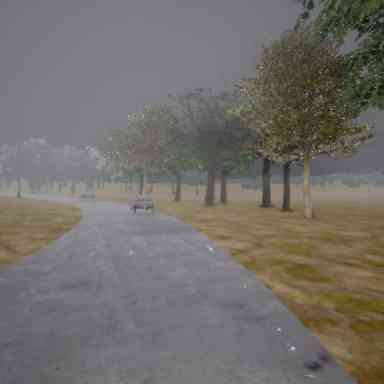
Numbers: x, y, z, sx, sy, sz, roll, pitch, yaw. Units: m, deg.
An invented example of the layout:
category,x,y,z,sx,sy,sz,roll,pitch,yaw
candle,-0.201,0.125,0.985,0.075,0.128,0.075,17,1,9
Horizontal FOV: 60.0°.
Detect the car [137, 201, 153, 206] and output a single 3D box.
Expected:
category,x,y,z,sx,sy,sz,roll,pitch,yaw
car,-4.650,0.989,30.479,2.128,1.511,4.902,0,1,-17
